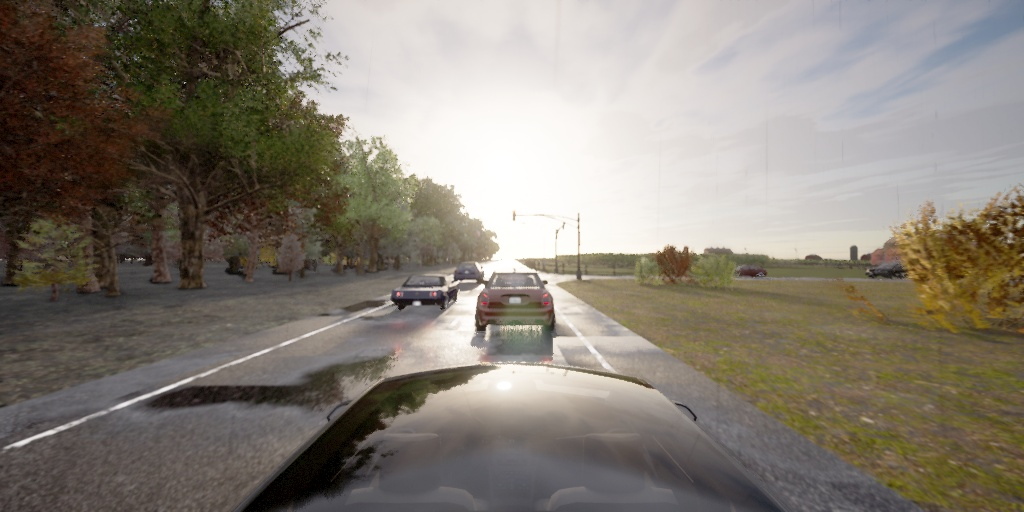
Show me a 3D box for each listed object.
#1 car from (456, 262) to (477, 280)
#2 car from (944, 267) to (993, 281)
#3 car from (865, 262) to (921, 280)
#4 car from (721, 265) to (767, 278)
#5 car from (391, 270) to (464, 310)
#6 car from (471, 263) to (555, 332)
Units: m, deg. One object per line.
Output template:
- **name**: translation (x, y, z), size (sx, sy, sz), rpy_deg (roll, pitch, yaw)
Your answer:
- **car**: translation (-3.447, 1.260, 29.420), size (2.097, 1.767, 4.553), rpy_deg (0, 0, 0)
- **car**: translation (49.574, 1.987, 39.062), size (4.902, 1.511, 2.128), rpy_deg (1, -1, 0)
- **car**: translation (45.521, 1.753, 42.641), size (5.566, 2.045, 2.150), rpy_deg (1, -1, 1)
- **car**: translation (27.533, 1.812, 42.721), size (5.008, 1.535, 1.882), rpy_deg (1, -1, 0)
- **car**: translation (-3.421, 1.428, 15.135), size (1.895, 1.301, 4.718), rpy_deg (0, 0, 0)
- **car**: translation (0.083, 1.157, 11.213), size (2.097, 1.767, 4.553), rpy_deg (0, 0, 0)
